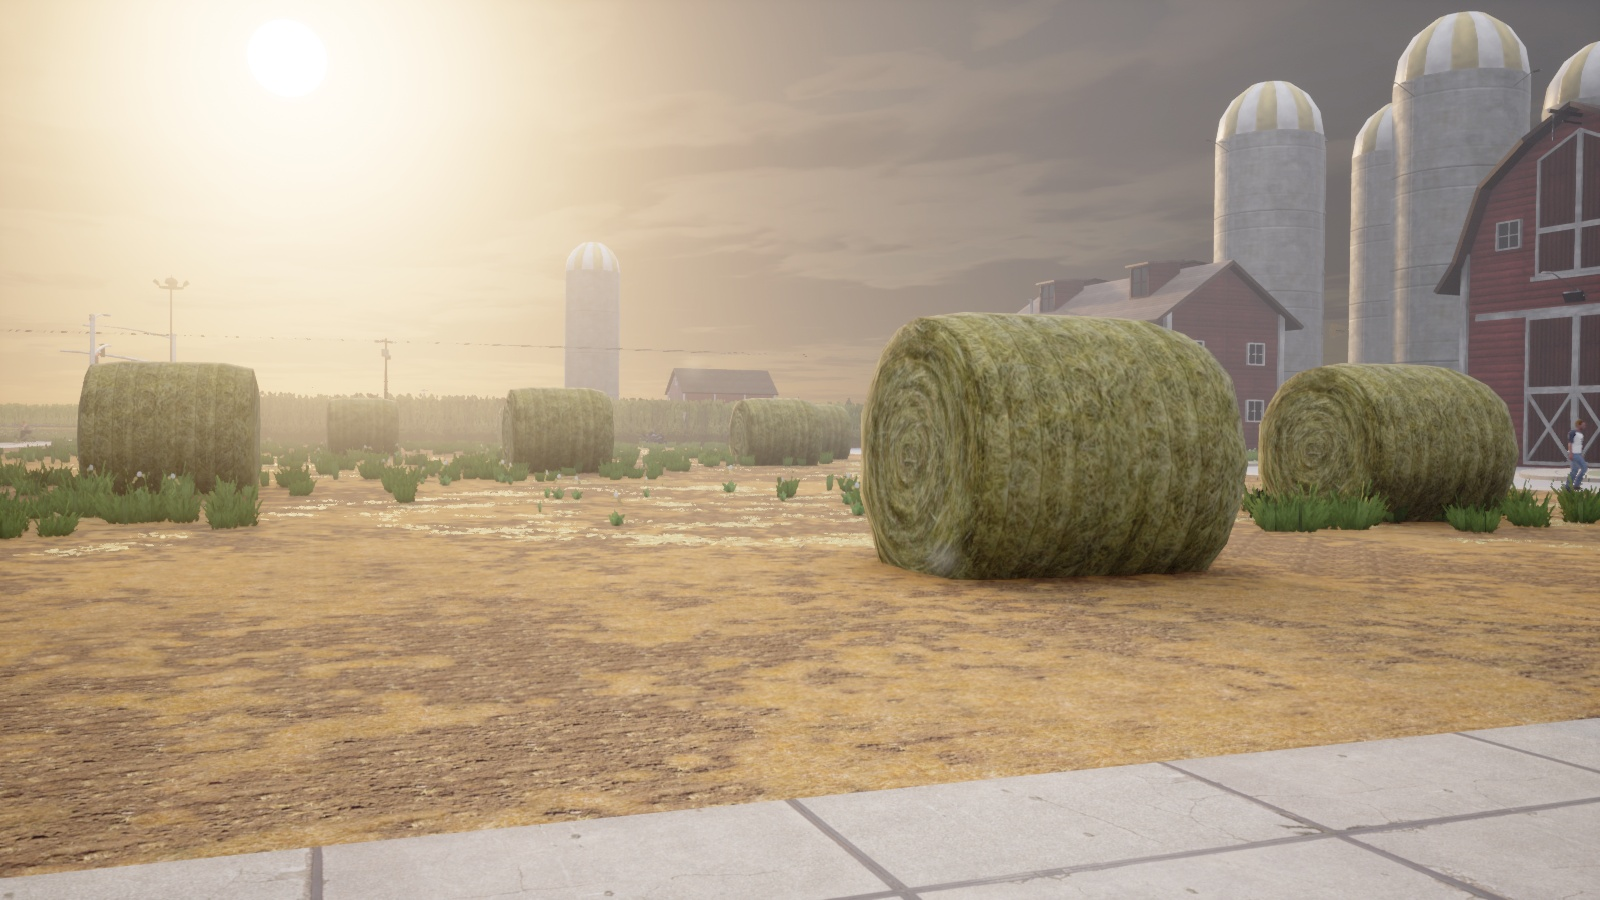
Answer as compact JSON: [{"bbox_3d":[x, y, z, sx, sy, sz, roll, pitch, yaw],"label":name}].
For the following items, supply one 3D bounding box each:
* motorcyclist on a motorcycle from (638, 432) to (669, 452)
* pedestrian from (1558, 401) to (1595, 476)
[{"bbox_3d":[-11.119,-0.601,95.539,2.191,1.530,0.866,-1,1,-21],"label":"motorcyclist on a motorcycle"},{"bbox_3d":[19.149,-0.282,30.969,0.354,1.836,0.706,-1,1,-41],"label":"pedestrian"}]
